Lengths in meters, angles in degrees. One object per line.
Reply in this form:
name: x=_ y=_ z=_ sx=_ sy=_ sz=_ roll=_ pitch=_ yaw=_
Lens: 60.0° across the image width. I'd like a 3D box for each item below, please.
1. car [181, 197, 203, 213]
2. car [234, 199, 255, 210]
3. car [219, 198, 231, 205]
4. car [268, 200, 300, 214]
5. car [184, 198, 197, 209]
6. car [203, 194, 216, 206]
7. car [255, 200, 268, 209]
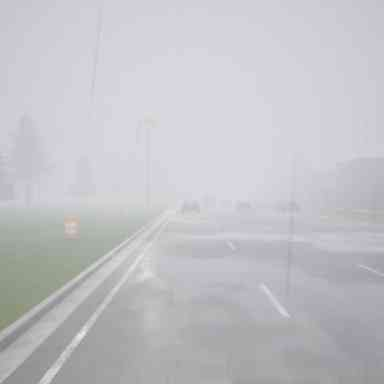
car: x=-0.156 y=1.504 z=38.963 sx=2.097 sy=1.767 sz=4.553 roll=0 pitch=0 yaw=-1
car: x=6.740 y=1.664 z=44.212 sx=1.812 sy=1.442 sz=4.674 roll=0 pitch=0 yaw=0
car: x=6.558 y=1.825 z=66.473 sx=1.895 sy=1.301 sz=4.718 roll=0 pitch=0 yaw=0
car: x=10.362 y=1.586 z=36.619 sx=2.128 sy=1.511 sz=4.902 roll=0 pitch=0 yaw=0
car: x=-0.215 y=1.715 z=49.210 sx=1.812 sy=1.442 sz=4.674 roll=0 pitch=0 yaw=1
car: x=3.098 y=1.438 z=60.278 sx=2.150 sy=2.045 sz=5.566 roll=0 pitch=0 yaw=0
car: x=10.282 y=1.740 z=48.158 sx=1.895 sy=1.301 sz=4.718 roll=0 pitch=0 yaw=0
